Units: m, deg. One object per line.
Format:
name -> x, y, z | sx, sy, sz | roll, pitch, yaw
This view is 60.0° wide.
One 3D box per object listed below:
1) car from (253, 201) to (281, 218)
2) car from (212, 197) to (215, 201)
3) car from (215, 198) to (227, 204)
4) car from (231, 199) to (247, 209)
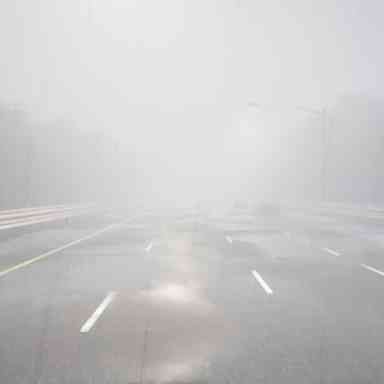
car -> 7.038, 1.582, 31.543 | 1.837, 1.490, 4.892 | 0, 0, 0
car -> 7.442, 2.352, 94.969 | 1.812, 1.442, 4.674 | 0, -1, 1
car -> 7.307, 2.146, 79.930 | 1.812, 1.442, 4.674 | 0, -1, 0
car -> 7.112, 1.736, 50.330 | 1.882, 1.535, 5.008 | 0, -1, 0
